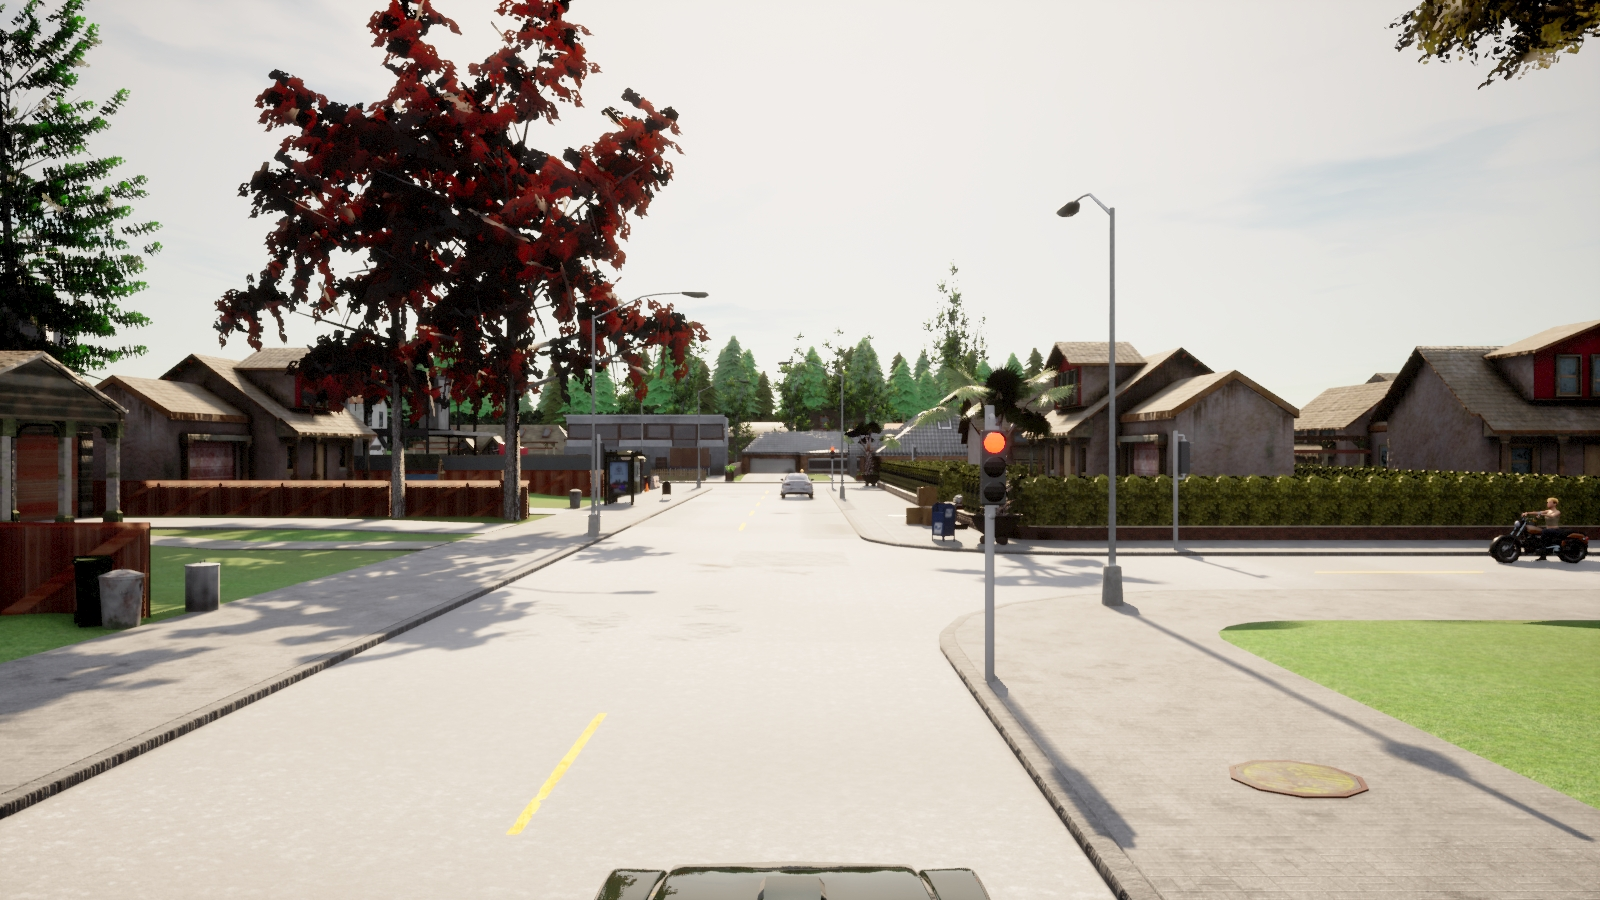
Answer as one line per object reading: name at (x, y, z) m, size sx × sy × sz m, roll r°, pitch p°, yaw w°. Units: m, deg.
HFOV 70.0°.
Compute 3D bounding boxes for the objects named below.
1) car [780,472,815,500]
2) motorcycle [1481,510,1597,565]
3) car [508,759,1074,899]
car at (-0.164, 2.081, 66.907) m, size 2.002 × 1.442 × 4.674 m, roll 0°, pitch 0°, yaw 0°
motorcycle at (18.237, 2.155, 28.222) m, size 2.356 × 1.307 × 0.764 m, roll 0°, pitch 0°, yaw 0°
car at (-0.028, 2.155, 3.193) m, size 1.895 × 1.301 × 4.718 m, roll 0°, pitch 0°, yaw 0°
